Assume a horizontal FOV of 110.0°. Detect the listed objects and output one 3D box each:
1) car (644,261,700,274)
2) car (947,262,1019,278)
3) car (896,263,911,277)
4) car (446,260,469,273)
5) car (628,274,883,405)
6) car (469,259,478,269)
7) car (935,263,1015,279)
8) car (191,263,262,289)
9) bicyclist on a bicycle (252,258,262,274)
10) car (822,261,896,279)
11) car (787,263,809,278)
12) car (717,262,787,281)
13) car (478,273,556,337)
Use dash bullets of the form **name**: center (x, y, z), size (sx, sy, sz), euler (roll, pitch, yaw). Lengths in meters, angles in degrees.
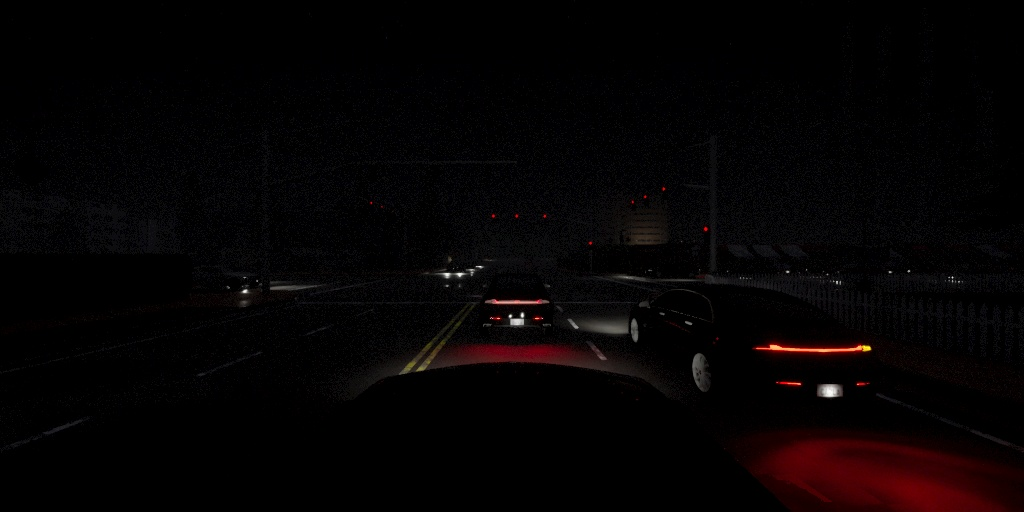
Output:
- **car**: center (14.920, 1.255, 33.512), size (4.892, 1.490, 1.837), euler (0, 0, 1)
- **car**: center (44.526, 1.314, 33.974), size (4.181, 1.385, 1.994), euler (0, 0, -1)
- **car**: center (34.483, 1.242, 33.813), size (4.902, 1.511, 2.128), euler (0, 0, -1)
- **car**: center (-6.845, 1.255, 44.358), size (1.837, 1.490, 4.892), euler (0, 0, 0)
- **car**: center (3.587, 1.255, 6.429), size (1.837, 1.490, 4.892), euler (0, 0, 1)
- **car**: center (-6.765, 1.276, 55.565), size (1.812, 1.442, 4.674), euler (0, 0, 1)
- **car**: center (38.875, 1.276, 30.387), size (4.674, 1.442, 1.812), euler (0, 0, -1)
- **car**: center (-18.162, 1.276, 22.254), size (4.674, 1.442, 1.812), euler (0, 0, 0)
- **bicyclist on a bicycle**: center (-26.175, 1.051, 36.843), size (0.582, 1.620, 1.656), euler (0, 0, -3)
- **car**: center (28.875, 1.276, 30.203), size (4.674, 1.442, 1.812), euler (0, 0, -1)
- **car**: center (24.659, 1.297, 33.634), size (5.357, 1.411, 2.033), euler (0, 0, -1)
- **car**: center (19.615, 1.241, 30.036), size (4.902, 1.511, 2.128), euler (0, 0, -1)
- **car**: center (0.130, 1.242, 10.333), size (2.128, 1.511, 4.902), euler (0, 0, 0)
